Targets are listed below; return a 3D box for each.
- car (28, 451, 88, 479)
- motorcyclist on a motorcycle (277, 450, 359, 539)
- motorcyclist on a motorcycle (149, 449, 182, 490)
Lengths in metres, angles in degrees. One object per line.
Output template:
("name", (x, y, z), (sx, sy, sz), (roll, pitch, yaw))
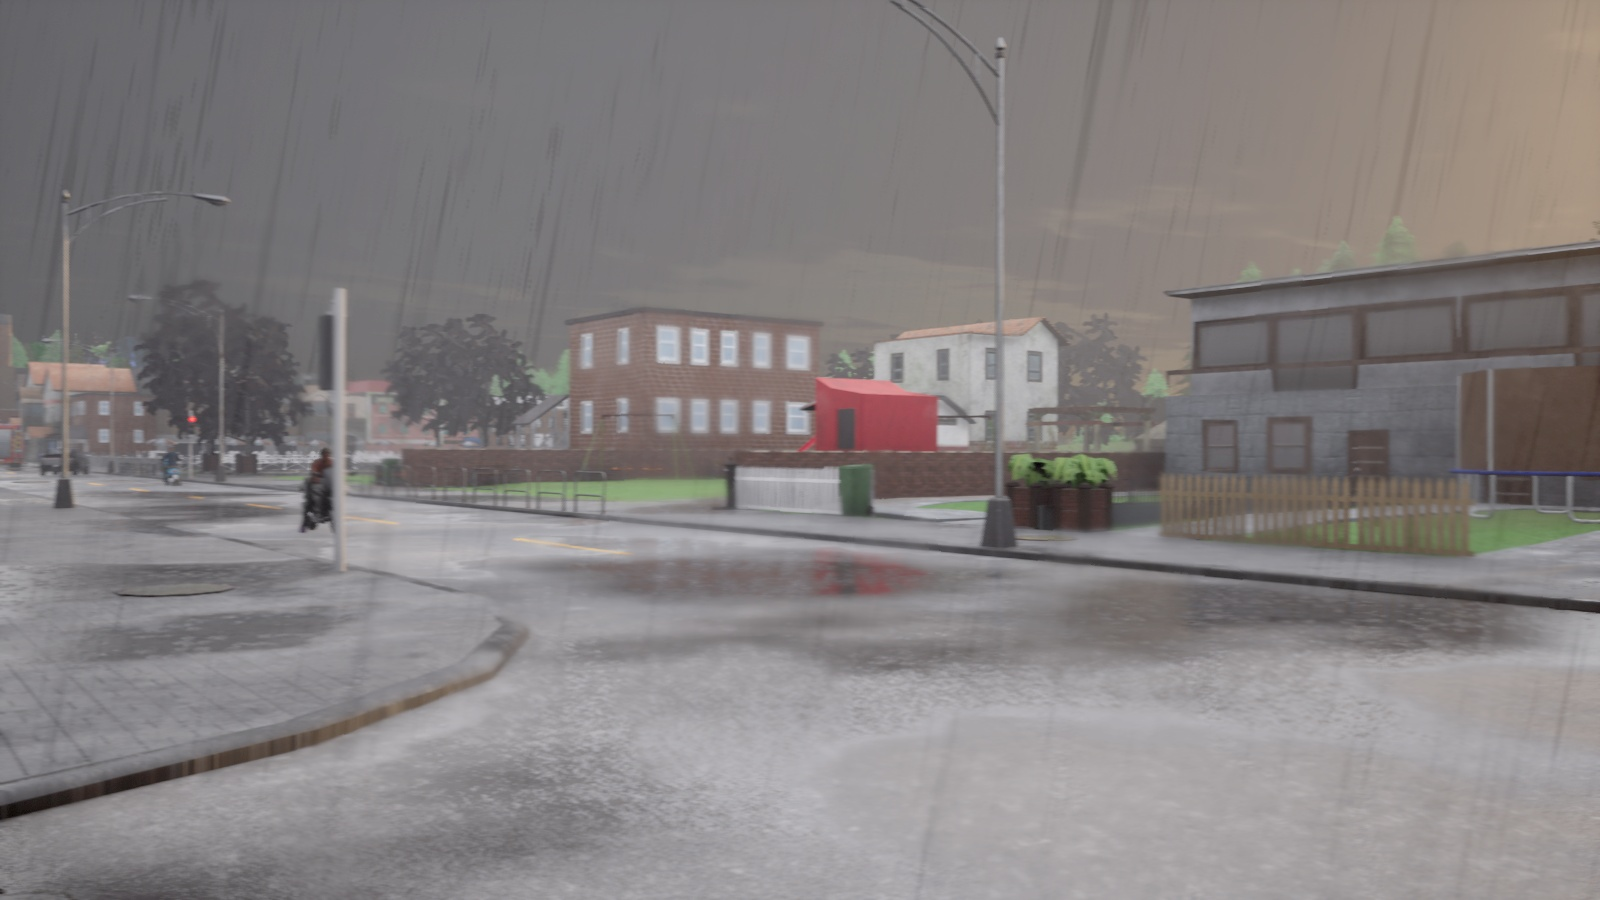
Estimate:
("car", (-41.827, 0.807, 70.901), (2.128, 1.511, 4.902), (0, 0, -21))
("motorcyclist on a motorcycle", (-8.615, 0.755, 22.388), (0.797, 1.523, 2.044), (0, 0, -38))
("motorcyclist on a motorcycle", (-25.579, 0.769, 50.588), (0.866, 1.590, 1.817), (0, 0, -38))
